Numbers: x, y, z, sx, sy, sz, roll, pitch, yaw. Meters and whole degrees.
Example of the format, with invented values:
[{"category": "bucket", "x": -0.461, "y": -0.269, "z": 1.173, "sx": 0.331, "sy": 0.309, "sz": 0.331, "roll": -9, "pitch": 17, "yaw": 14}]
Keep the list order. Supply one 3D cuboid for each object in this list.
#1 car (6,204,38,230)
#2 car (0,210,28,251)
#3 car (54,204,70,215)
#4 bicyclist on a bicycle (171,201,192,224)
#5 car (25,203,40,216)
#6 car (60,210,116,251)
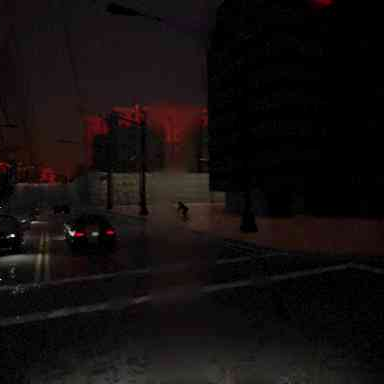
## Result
[{"category": "car", "x": -12.441, "y": 1.897, "z": 23.669, "sx": 2.128, "sy": 1.511, "sz": 4.902, "roll": -1, "pitch": -1, "yaw": -23}, {"category": "car", "x": -8.686, "y": 1.788, "z": 15.024, "sx": 1.812, "sy": 1.442, "sz": 4.674, "roll": -1, "pitch": -1, "yaw": -24}, {"category": "car", "x": -17.283, "y": 2.270, "z": 44.098, "sx": 1.895, "sy": 1.301, "sz": 4.718, "roll": -1, "pitch": -1, "yaw": -24}, {"category": "bicyclist on a bicycle", "x": -0.761, "y": 1.497, "z": 24.339, "sx": 1.656, "sy": 1.620, "sz": 0.582, "roll": -1, "pitch": 0, "yaw": -23}, {"category": "car", "x": -16.363, "y": 2.120, "z": 32.717, "sx": 1.994, "sy": 1.385, "sz": 4.181, "roll": -1, "pitch": -1, "yaw": -24}, {"category": "car", "x": -4.800, "y": 1.740, "z": 15.365, "sx": 2.033, "sy": 1.411, "sz": 5.357, "roll": -1, "pitch": -1, "yaw": -24}]
